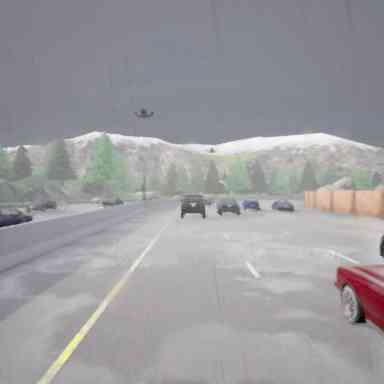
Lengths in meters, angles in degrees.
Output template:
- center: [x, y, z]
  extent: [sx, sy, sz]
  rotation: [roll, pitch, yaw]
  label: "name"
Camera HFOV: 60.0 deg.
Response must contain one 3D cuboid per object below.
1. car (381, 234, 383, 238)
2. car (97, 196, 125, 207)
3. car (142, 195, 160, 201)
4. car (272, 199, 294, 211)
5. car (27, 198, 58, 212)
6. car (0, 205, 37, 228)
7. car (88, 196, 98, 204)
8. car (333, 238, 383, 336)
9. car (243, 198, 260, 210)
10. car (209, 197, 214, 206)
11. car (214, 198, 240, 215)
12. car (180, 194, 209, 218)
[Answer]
- center: [7.103, 1.355, 8.884]
  extent: [2.097, 1.767, 4.553]
  rotation: [0, 0, 0]
  label: "car"
- center: [-12.397, 1.564, 52.553]
  extent: [2.033, 1.411, 5.357]
  rotation: [0, 0, 11]
  label: "car"
- center: [-7.256, 1.149, 58.901]
  extent: [1.882, 1.535, 5.008]
  rotation: [0, 0, 16]
  label: "car"
- center: [10.855, 1.576, 39.937]
  extent: [1.994, 1.385, 4.181]
  rotation: [0, 0, 4]
  label: "car"
- center: [-17.382, 1.502, 38.731]
  extent: [2.128, 1.511, 4.902]
  rotation: [0, 0, 2]
  label: "car"
- center: [-10.588, 1.606, 18.047]
  extent: [1.895, 1.301, 4.718]
  rotation: [0, 0, 0]
  label: "car"
- center: [-17.329, 1.547, 61.866]
  extent: [1.812, 1.442, 4.674]
  rotation: [0, 0, 16]
  label: "car"
- center: [3.597, 1.602, 4.176]
  extent: [1.895, 1.301, 4.718]
  rotation: [0, 0, 0]
  label: "car"
- center: [7.517, 1.490, 42.455]
  extent: [1.882, 1.535, 5.008]
  rotation: [-1, 0, 5]
  label: "car"
- center: [2.542, 1.541, 54.751]
  extent: [1.812, 1.442, 4.674]
  rotation: [-1, 0, 16]
  label: "car"
- center: [3.653, 1.362, 34.272]
  extent: [2.097, 1.767, 4.553]
  rotation: [0, 0, 1]
  label: "car"
- center: [0.108, 1.230, 30.565]
  extent: [2.150, 2.045, 5.566]
  rotation: [0, 0, 0]
  label: "car"
